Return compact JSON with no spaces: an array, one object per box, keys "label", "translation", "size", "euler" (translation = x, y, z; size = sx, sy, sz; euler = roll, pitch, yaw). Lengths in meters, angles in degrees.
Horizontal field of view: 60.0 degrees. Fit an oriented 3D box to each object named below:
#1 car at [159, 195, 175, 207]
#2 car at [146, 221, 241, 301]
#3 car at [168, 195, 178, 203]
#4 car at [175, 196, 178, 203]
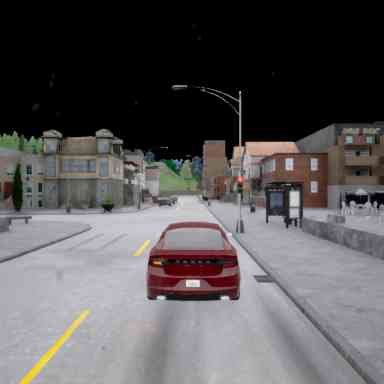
[{"label":"car","translation":[-4.110,1.505,51.968],"size":[1.837,1.490,4.892],"euler":[0,0,0]},{"label":"car","translation":[0.048,1.478,8.396],"size":[1.882,1.535,5.008],"euler":[0,0,1]},{"label":"car","translation":[-4.015,1.500,71.640],"size":[1.837,1.490,4.892],"euler":[0,0,0]},{"label":"car","translation":[-4.072,1.601,61.273],"size":[1.895,1.301,4.718],"euler":[0,0,0]}]
